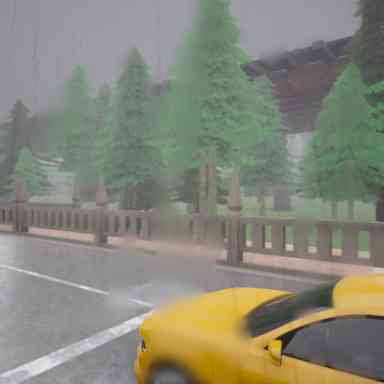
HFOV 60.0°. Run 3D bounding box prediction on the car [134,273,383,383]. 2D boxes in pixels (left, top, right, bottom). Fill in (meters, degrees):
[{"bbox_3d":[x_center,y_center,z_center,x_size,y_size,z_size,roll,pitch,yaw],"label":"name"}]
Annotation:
[{"bbox_3d":[1.697,1.478,2.759,5.008,1.535,1.882,0,0,36],"label":"car"}]
